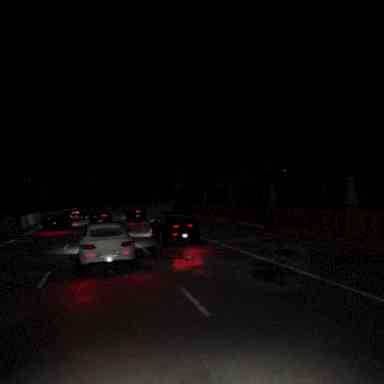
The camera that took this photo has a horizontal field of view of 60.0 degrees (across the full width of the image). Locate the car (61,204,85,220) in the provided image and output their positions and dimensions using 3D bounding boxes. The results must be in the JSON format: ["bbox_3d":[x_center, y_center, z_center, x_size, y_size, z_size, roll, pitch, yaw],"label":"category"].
[{"bbox_3d":[-14.237,2.654,40.732,2.128,1.511,4.902,-2,-1,-10],"label":"car"}]

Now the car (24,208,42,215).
[{"bbox_3d":[-22.401,3.115,47.763,2.128,1.511,4.902,-3,-1,-5],"label":"car"}]

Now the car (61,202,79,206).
[{"bbox_3d":[-25.400,3.567,70.415,2.128,1.511,4.902,-3,-1,6],"label":"car"}]

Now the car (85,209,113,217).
[{"bbox_3d":[-8.150,2.247,29.798,2.128,1.511,4.902,-2,-1,-16],"label":"car"}]

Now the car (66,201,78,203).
[{"bbox_3d":[-27.980,3.113,76.655,2.150,2.045,5.566,-3,-1,11],"label":"car"}]

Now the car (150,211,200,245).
[{"bbox_3d":[-0.997,1.782,17.450,1.837,1.490,4.892,-2,-1,-16],"label":"car"}]

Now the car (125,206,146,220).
[{"bbox_3d":[-5.972,2.221,35.268,2.128,1.511,4.902,-2,-1,-14],"label":"car"}]

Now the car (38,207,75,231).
[{"bbox_3d":[-11.336,2.351,28.154,1.882,1.535,5.008,-2,-1,-16],"label":"car"}]

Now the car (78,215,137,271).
[{"bbox_3d":[-3.133,1.827,12.200,1.812,1.442,4.674,-2,-1,-16],"label":"car"}]
